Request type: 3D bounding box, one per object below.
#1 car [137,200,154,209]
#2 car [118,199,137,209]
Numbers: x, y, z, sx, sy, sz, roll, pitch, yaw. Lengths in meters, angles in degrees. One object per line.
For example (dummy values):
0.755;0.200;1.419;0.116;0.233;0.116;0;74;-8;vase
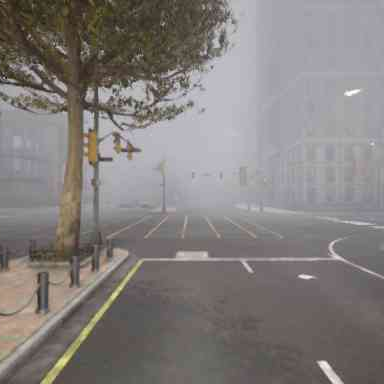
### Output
-8.058;2.140;59.740;1.882;1.535;5.008;0;-1;0;car
-11.567;2.212;58.445;1.994;1.385;4.181;0;-1;1;car
